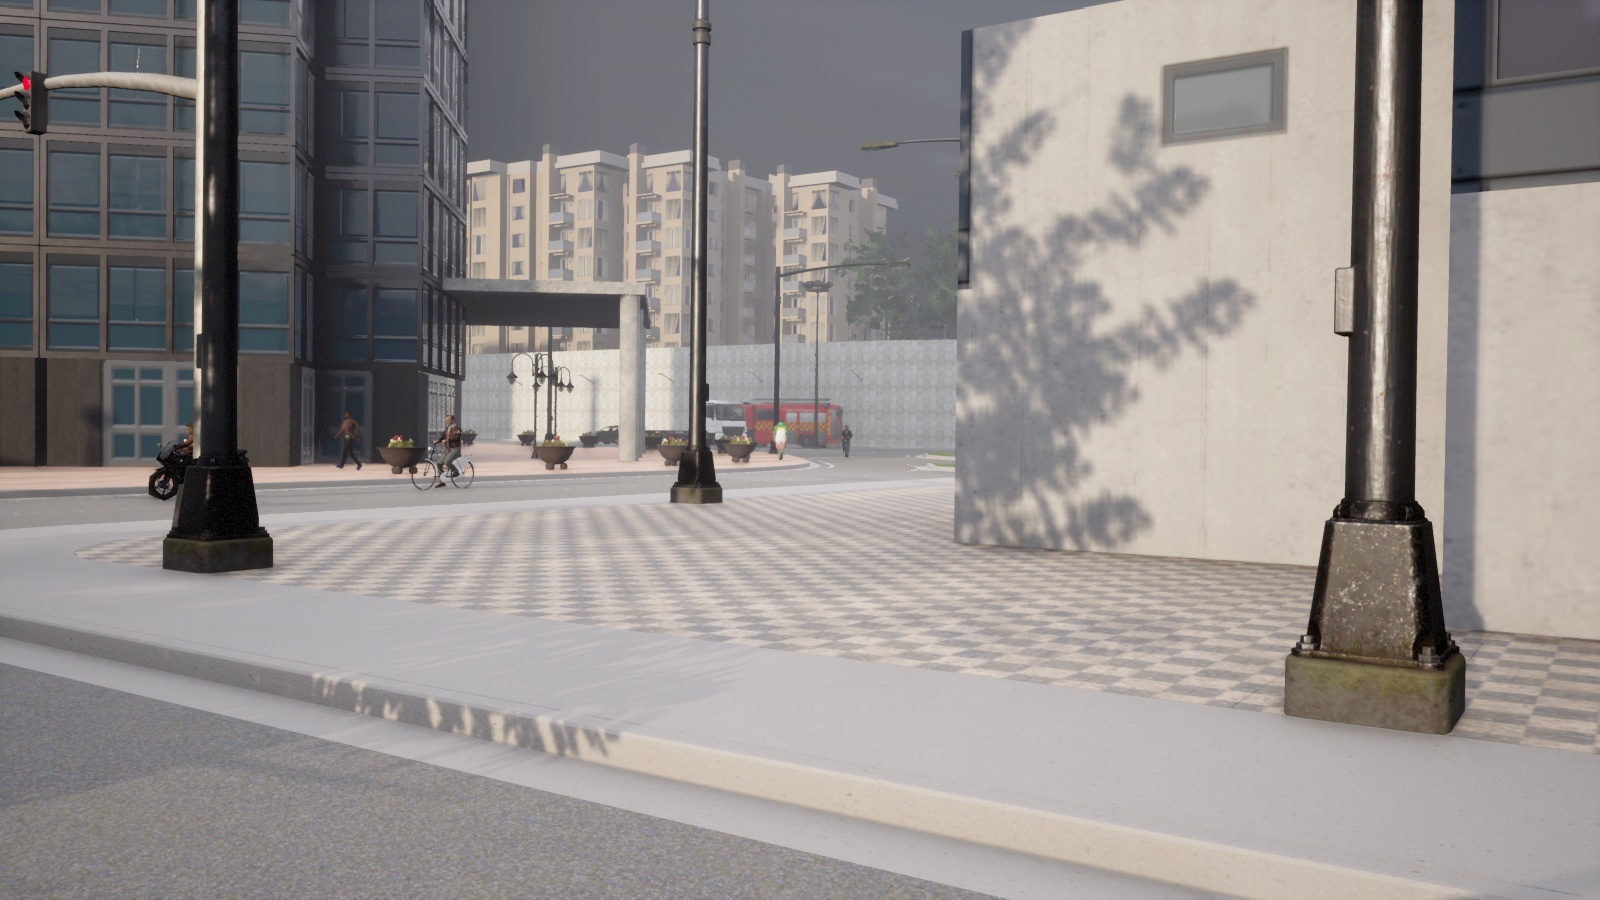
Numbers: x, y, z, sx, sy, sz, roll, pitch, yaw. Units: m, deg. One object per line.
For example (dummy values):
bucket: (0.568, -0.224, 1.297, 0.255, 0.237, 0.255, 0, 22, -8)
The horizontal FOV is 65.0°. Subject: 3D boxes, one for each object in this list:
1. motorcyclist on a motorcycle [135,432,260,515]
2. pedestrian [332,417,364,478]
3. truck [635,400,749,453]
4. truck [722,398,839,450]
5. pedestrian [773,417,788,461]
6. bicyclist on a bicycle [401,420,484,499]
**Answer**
motorcyclist on a motorcycle: (-11.628, 0.415, 24.317, 0.797, 1.523, 2.044, 0, 1, 34)
pedestrian: (-13.460, -0.080, 37.409, 0.328, 1.805, 0.869, 0, 1, 30)
truck: (-7.394, -1.583, 85.104, 7.936, 3.462, 2.891, 0, 1, 40)
truck: (-1.493, -1.967, 95.280, 8.468, 3.827, 2.891, 0, 1, 24)
pedestrian: (-0.864, -0.493, 55.621, 0.659, 1.952, 0.873, 0, 1, -1)
bicyclist on a bicycle: (-8.301, 0.204, 29.227, 0.659, 1.776, 1.843, 0, 1, 34)
